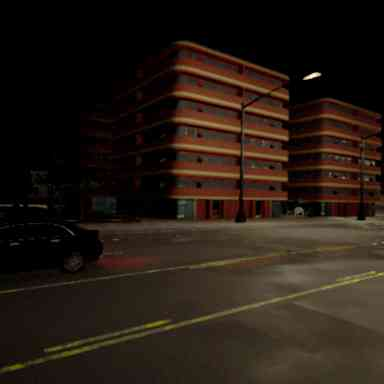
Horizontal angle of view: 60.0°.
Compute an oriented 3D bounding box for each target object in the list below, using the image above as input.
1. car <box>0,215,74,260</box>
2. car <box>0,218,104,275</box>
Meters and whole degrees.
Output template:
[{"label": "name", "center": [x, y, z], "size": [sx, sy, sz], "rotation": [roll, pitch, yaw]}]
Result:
[{"label": "car", "center": [-6.944, 1.613, 11.937], "size": [4.718, 1.301, 1.895], "rotation": [1, -1, -35]}, {"label": "car", "center": [-4.912, 1.517, 9.085], "size": [4.892, 1.490, 1.837], "rotation": [1, -1, -35]}]
